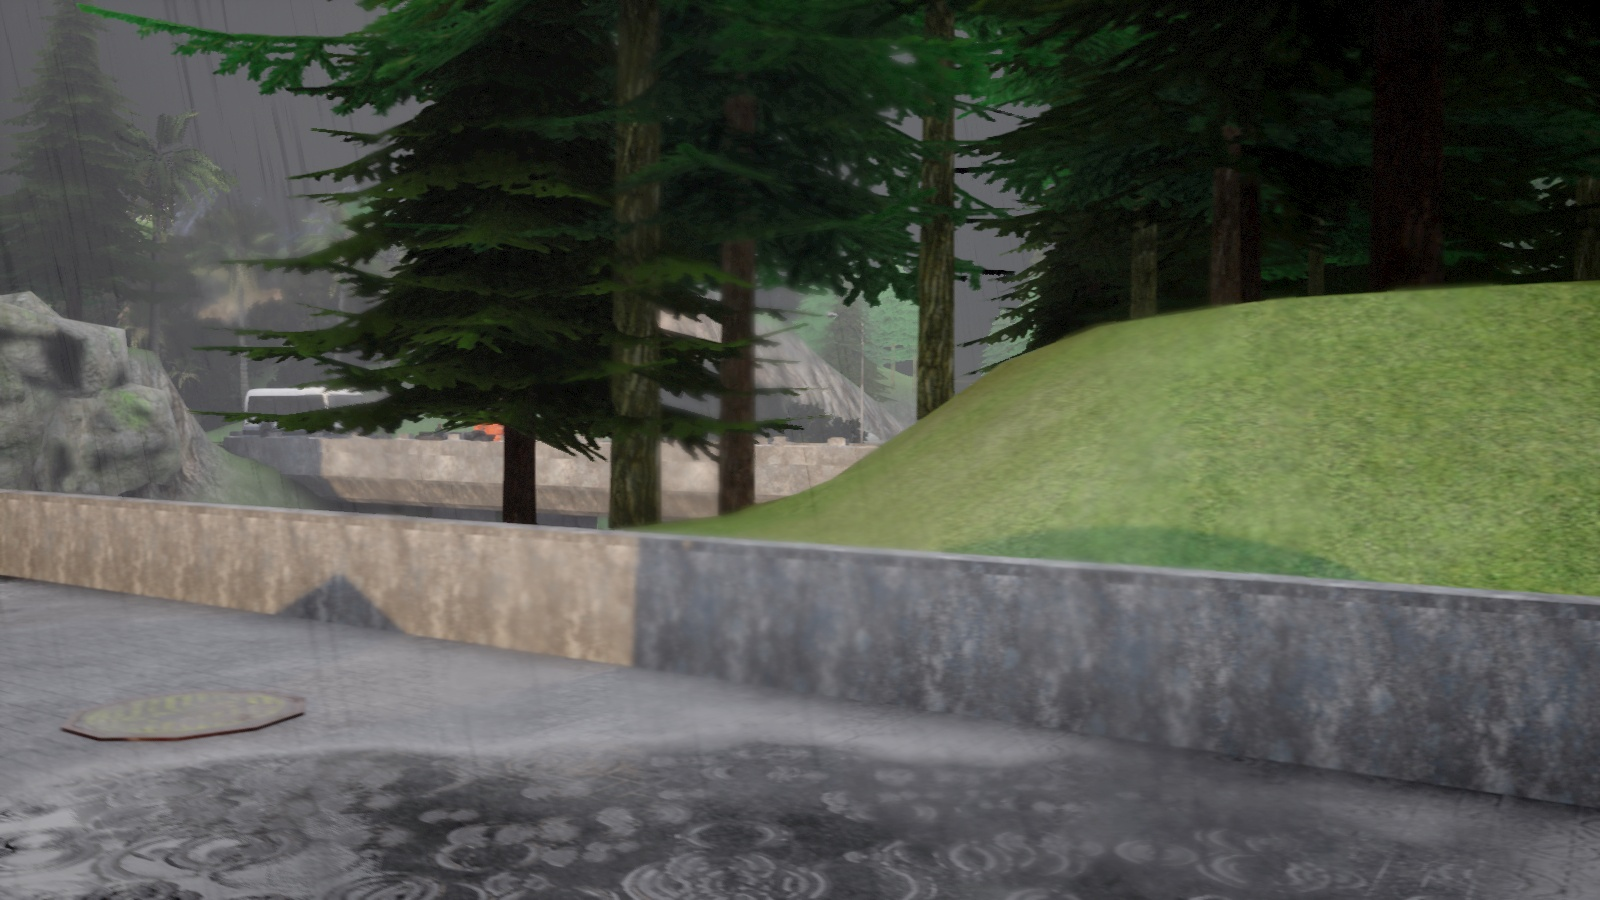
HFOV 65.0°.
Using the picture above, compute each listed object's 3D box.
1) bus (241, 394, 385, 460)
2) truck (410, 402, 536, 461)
[{"bbox_3d":[-33.321,-1.513,85.754,10.273,4.253,3.944,0,1,34],"label":"bus"},{"bbox_3d":[-20.084,-1.119,76.981,7.936,3.462,2.891,0,1,34],"label":"truck"}]
